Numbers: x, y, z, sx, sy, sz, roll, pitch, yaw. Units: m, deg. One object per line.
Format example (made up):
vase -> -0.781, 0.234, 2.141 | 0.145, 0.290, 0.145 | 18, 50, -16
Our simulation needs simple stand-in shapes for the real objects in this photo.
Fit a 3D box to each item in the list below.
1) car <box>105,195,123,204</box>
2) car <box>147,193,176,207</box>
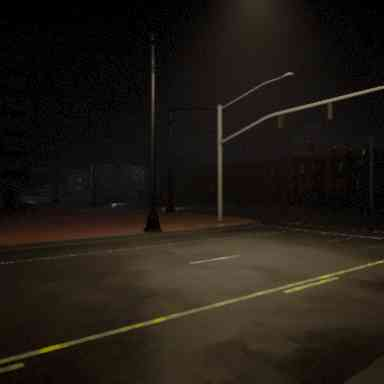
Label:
car -> -14.787, 1.380, 62.743 | 1.837, 1.490, 4.892 | 0, 0, -36
car -> -4.463, 1.103, 48.253 | 2.150, 2.045, 5.566 | 0, 0, -36
